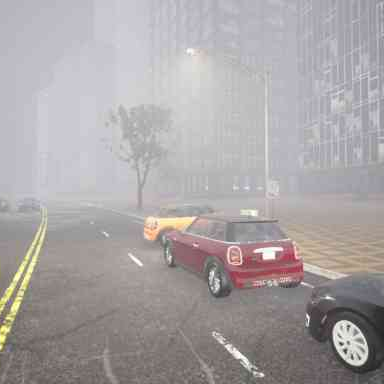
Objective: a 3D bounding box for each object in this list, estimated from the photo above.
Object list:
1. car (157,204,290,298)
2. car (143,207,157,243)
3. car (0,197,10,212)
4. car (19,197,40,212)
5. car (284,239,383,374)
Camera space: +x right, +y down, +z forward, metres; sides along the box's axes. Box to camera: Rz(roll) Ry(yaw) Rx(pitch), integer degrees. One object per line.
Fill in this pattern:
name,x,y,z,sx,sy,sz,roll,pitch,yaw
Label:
car,0.798,1.355,8.934,2.097,1.767,4.553,0,0,-23
car,0.217,1.278,14.596,4.553,1.767,2.097,-3,1,-21
car,-22.131,1.389,37.968,2.097,1.767,4.553,0,0,-24
car,-19.173,1.392,39.315,2.097,1.767,4.553,0,0,-24
car,3.576,1.505,3.493,1.837,1.490,4.892,0,0,-36
